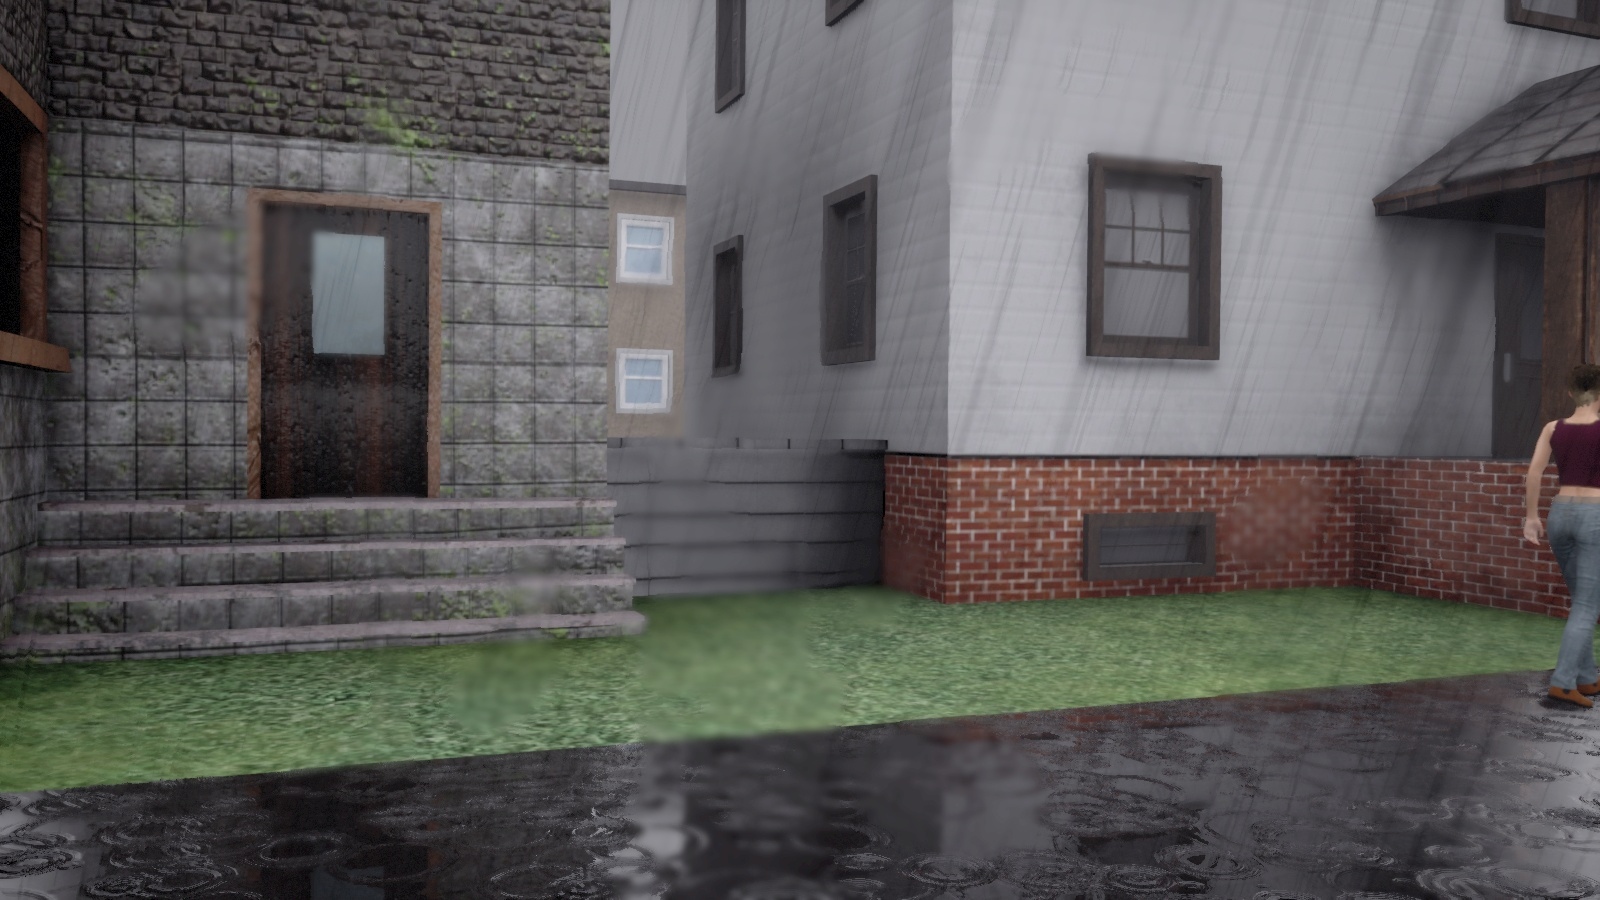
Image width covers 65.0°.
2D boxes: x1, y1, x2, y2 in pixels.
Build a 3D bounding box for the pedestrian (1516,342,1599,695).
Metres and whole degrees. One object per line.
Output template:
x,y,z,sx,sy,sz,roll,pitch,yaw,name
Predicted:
4.247,0.351,6.803,0.594,1.836,0.345,-1,1,-23,pedestrian
